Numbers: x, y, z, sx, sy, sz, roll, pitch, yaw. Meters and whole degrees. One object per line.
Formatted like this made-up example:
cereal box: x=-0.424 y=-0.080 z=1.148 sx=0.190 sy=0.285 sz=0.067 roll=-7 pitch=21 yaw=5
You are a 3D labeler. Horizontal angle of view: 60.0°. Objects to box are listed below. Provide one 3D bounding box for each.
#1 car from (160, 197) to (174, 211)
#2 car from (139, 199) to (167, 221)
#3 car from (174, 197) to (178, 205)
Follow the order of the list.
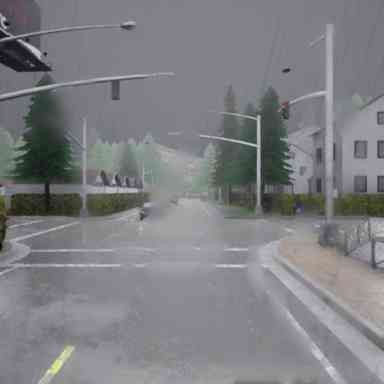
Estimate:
car: x=-3.586 y=1.517 z=41.355 sx=1.812 sy=1.442 sz=4.674 roll=0 pitch=0 yaw=0
car: x=-3.171 y=1.482 z=26.289 sx=1.812 sy=1.442 sz=4.674 roll=-1 pitch=-1 yaw=-7
car: x=-3.489 y=1.600 z=59.390 sx=2.033 sy=1.411 sz=5.357 roll=0 pitch=0 yaw=0
